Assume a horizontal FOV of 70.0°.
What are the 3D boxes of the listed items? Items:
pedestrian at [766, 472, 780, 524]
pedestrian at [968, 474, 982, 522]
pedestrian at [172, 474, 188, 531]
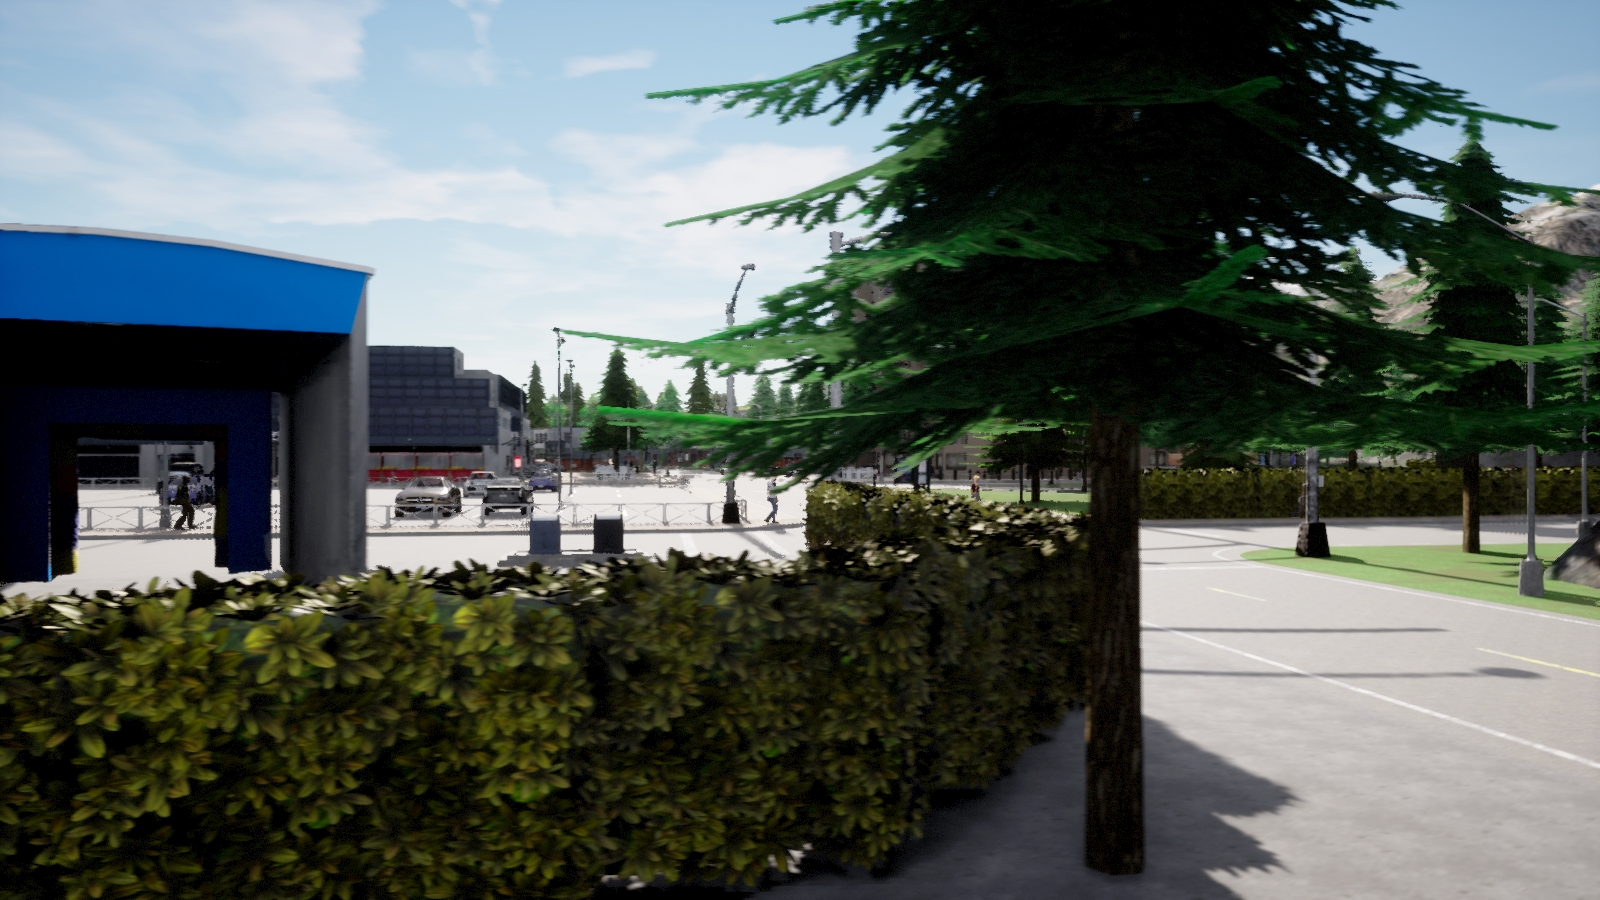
[{"bbox_3d":[-0.978,1.719,41.138,0.375,1.860,0.375,0,0,-28],"label":"pedestrian"},{"bbox_3d":[6.843,1.872,44.645,0.375,1.860,0.375,0,0,-24],"label":"pedestrian"},{"bbox_3d":[-20.396,1.720,37.581,0.375,1.860,0.375,0,0,-10],"label":"pedestrian"}]
